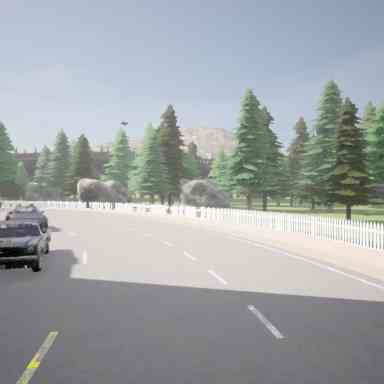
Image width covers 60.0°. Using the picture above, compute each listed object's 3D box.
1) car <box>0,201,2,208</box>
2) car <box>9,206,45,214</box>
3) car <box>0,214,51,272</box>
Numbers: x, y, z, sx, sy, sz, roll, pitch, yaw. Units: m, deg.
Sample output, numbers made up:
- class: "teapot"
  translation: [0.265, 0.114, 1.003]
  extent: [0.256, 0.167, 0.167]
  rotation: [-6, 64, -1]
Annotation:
- class: "car"
  translation: [-25.981, 1.478, 41.374]
  extent: [5.008, 1.535, 1.882]
  rotation: [0, 0, 21]
- class: "car"
  translation: [-9.808, 1.562, 19.759]
  extent: [1.994, 1.385, 4.181]
  rotation: [0, 0, -32]
- class: "car"
  translation: [-5.625, 1.601, 10.548]
  extent: [1.895, 1.301, 4.718]
  rotation: [0, 0, -19]
